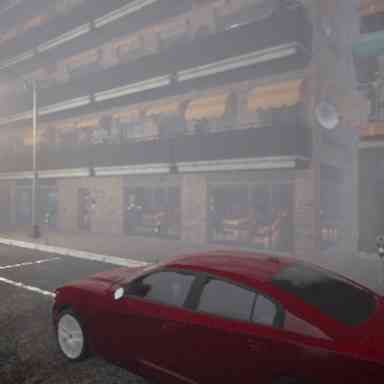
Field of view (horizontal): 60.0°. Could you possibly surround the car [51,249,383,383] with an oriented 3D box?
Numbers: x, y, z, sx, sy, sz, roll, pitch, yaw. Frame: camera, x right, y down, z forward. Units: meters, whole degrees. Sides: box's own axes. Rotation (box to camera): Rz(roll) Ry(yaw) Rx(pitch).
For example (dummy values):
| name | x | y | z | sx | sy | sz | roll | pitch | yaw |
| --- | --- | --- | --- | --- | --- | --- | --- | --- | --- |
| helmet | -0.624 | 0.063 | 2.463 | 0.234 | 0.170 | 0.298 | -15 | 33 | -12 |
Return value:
| name | x | y | z | sx | sy | sz | roll | pitch | yaw |
| --- | --- | --- | --- | --- | --- | --- | --- | --- | --- |
| car | 0.231 | 1.484 | 4.195 | 5.008 | 1.535 | 1.882 | 0 | 0 | 36 |
